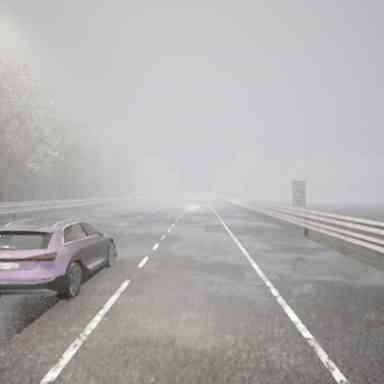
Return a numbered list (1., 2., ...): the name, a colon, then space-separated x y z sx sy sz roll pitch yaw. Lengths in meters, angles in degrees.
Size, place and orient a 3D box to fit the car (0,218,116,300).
1. car: -3.368 1.442 8.420 2.033 1.649 4.856 0 0 1
